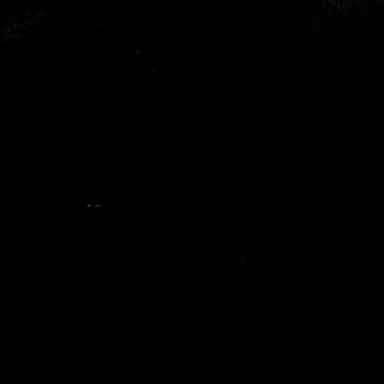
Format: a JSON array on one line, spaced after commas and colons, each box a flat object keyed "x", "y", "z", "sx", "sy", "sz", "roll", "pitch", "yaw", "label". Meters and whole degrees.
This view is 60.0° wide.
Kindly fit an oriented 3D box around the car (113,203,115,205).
[{"x": -13.108, "y": 1.413, "z": 49.023, "sx": 1.895, "sy": 1.301, "sz": 4.718, "roll": 0, "pitch": 1, "yaw": 14, "label": "car"}]
